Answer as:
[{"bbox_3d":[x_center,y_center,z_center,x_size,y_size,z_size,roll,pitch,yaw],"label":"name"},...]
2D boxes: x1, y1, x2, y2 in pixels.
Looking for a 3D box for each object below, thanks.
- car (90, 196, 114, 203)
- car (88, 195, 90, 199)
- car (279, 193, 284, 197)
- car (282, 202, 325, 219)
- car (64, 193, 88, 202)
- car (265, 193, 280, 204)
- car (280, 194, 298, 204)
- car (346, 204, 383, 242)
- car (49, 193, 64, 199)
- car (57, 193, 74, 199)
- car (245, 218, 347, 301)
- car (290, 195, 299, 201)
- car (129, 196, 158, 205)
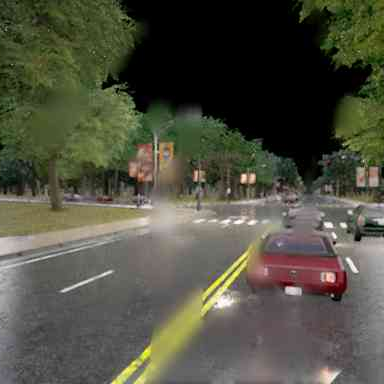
[{"bbox_3d":[-16.869,1.393,63.173,4.718,1.301,1.895,0,0,43],"label":"car"},{"bbox_3d":[-25.858,1.254,80.311,4.181,1.385,1.994,0,0,43],"label":"car"},{"bbox_3d":[18.644,1.499,73.136,1.812,1.442,4.674,0,0,20],"label":"car"},{"bbox_3d":[5.743,1.497,17.239,1.837,1.490,4.892,0,0,19],"label":"car"},{"bbox_3d":[-24.619,1.268,70.344,4.674,1.442,1.812,0,0,43],"label":"car"},{"bbox_3d":[15.177,1.504,63.464,1.812,1.442,4.674,0,0,20],"label":"car"},{"bbox_3d":[18.254,1.578,62.418,1.895,1.301,4.718,0,0,20],"label":"car"},{"bbox_3d":[8.838,1.343,16.236,2.097,1.767,4.553,0,0,19],"label":"car"},{"bbox_3d":[-34.194,1.234,83.557,4.181,1.385,1.994,0,0,43],"label":"car"},{"bbox_3d":[-33.222,1.045,87.078,5.357,1.411,2.033,0,0,43],"label":"car"},{"bbox_3d":[2.668,1.597,8.439,1.895,1.301,4.718,0,0,19],"label":"car"},{"bbox_3d":[25.790,1.497,83.522,1.812,1.442,4.674,0,0,20],"label":"car"},{"bbox_3d":[-8.514,1.340,55.464,4.902,1.511,2.128,0,0,43],"label":"car"}]
